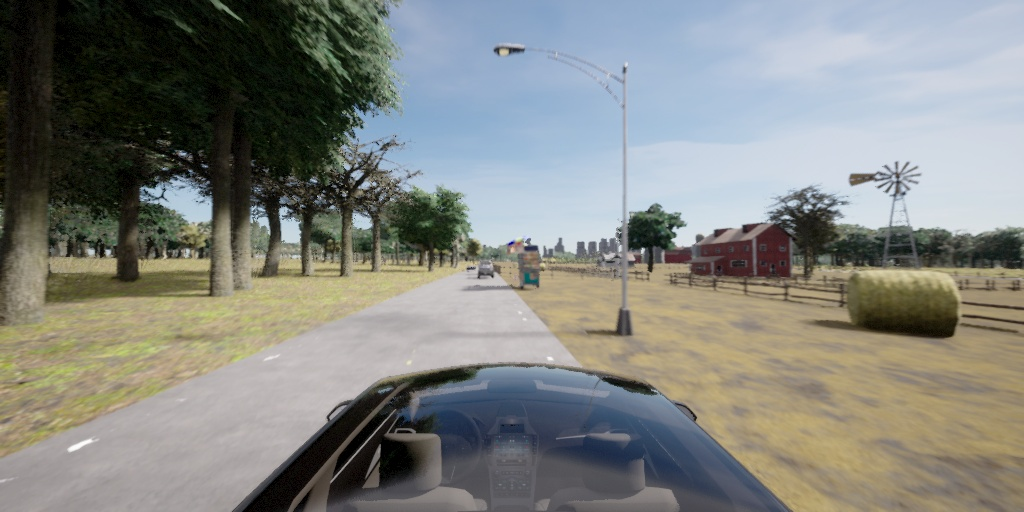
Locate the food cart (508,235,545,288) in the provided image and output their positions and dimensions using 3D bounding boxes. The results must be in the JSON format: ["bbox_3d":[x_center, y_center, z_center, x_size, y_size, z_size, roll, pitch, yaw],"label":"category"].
[{"bbox_3d":[1.160,0.487,25.891,2.280,3.560,4.660,0,0,-4],"label":"food cart"}]

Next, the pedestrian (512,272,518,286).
[{"bbox_3d":[0.288,1.729,27.334,0.500,1.100,0.500,2,-2,-19],"label":"pedestrian"}]

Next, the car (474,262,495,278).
[{"bbox_3d":[-3.009,1.757,41.274,2.128,1.511,4.902,0,-1,-5],"label":"car"}]
